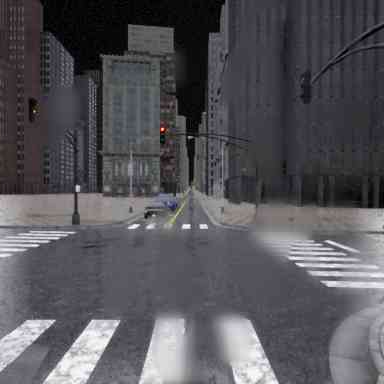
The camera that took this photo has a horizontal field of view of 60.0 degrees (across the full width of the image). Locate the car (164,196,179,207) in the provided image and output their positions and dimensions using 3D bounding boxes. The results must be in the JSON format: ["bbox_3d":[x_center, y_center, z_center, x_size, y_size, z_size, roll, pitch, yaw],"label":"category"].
[{"bbox_3d":[-3.101,1.475,50.551,1.882,1.535,5.008,0,0,0],"label":"car"}]

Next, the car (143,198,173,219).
[{"bbox_3d":[-3.107,1.546,29.850,2.033,1.411,5.357,0,0,0],"label":"car"}]

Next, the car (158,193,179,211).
[{"bbox_3d":[-3.108,1.219,40.101,2.150,2.045,5.566,0,0,0],"label":"car"}]
